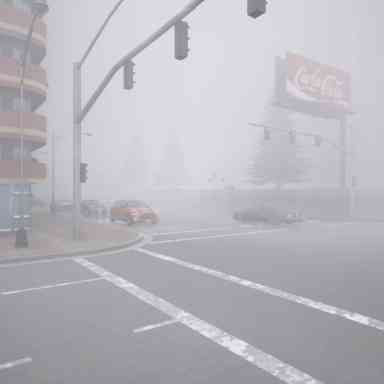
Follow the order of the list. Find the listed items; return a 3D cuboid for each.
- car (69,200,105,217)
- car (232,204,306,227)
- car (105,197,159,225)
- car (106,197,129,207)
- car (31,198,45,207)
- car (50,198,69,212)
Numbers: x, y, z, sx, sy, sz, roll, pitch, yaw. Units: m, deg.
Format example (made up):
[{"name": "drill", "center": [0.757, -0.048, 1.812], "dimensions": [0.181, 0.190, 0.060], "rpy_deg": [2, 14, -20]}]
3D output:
[{"name": "car", "center": [-9.567, 1.491, 31.318], "dimensions": [2.128, 1.511, 4.902], "rpy_deg": [0, 0, -36]}, {"name": "car", "center": [5.210, 1.547, 23.181], "dimensions": [2.033, 1.411, 5.357], "rpy_deg": [0, 0, -36]}, {"name": "car", "center": [-4.234, 1.352, 23.949], "dimensions": [2.097, 1.767, 4.553], "rpy_deg": [0, 0, -36]}, {"name": "car", "center": [-11.876, 1.526, 52.756], "dimensions": [1.812, 1.442, 4.674], "rpy_deg": [0, 0, -36]}, {"name": "car", "center": [-24.481, 1.608, 52.095], "dimensions": [1.895, 1.301, 4.718], "rpy_deg": [0, 0, -36]}, {"name": "car", "center": [-15.393, 1.478, 39.385], "dimensions": [1.882, 1.535, 5.008], "rpy_deg": [0, 0, -36]}]
